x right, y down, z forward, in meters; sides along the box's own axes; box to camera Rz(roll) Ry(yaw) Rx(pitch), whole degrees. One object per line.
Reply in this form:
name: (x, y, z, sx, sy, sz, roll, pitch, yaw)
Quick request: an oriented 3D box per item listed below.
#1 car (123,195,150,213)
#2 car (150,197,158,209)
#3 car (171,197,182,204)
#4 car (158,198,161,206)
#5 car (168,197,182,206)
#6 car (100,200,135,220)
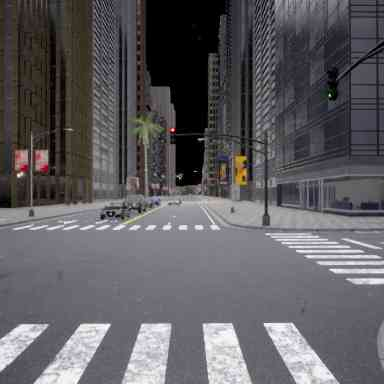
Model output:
car: (-6.642, 1.314, 38.452, 2.150, 2.045, 5.566, 0, 0, 0)
car: (-6.645, 1.483, 48.380, 2.097, 1.767, 4.553, 0, 0, 0)
car: (-3.228, 1.789, 69.693, 1.994, 1.385, 4.181, 0, 0, 0)
car: (-6.613, 1.653, 58.520, 1.882, 1.535, 5.008, 0, 0, 0)
car: (-3.218, 1.782, 59.798, 1.895, 1.301, 4.718, 0, 0, 0)
car: (-6.631, 1.628, 29.128, 1.994, 1.385, 4.181, 0, 0, 0)
